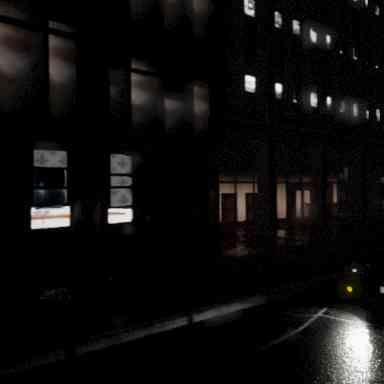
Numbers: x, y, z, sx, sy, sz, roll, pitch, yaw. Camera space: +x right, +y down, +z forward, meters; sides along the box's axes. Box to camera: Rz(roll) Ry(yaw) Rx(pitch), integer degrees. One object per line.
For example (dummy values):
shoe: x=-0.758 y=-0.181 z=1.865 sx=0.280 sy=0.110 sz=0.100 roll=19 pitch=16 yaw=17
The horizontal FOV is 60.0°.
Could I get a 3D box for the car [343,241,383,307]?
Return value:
car: x=5.068 y=1.559 z=6.991 sx=4.181 sy=1.385 sz=1.994 roll=0 pitch=0 yaw=-35
